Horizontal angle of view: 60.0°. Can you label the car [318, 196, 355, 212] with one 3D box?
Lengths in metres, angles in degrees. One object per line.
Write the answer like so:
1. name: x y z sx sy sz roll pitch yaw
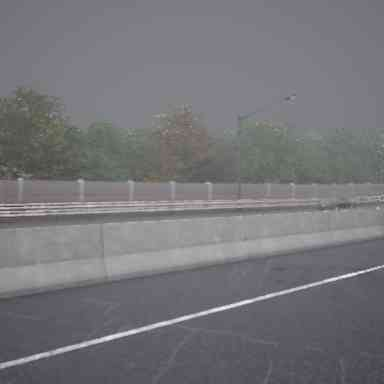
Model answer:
1. car: 15.662 1.255 35.964 4.892 1.490 1.837 0 0 -34
